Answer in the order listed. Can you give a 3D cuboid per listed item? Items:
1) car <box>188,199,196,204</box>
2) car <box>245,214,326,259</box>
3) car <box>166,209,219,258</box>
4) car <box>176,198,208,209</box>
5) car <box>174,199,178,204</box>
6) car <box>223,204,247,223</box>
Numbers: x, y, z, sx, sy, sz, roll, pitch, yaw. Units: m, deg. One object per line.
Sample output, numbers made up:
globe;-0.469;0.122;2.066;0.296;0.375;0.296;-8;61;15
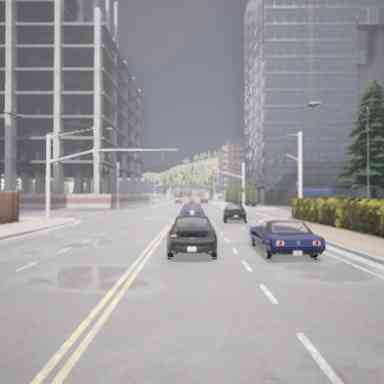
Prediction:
car;-0.009;2.575;92.962;2.033;1.411;5.357;0;-1;0
car;3.514;1.750;13.223;1.895;1.301;4.718;0;-1;0
car;0.016;1.659;13.501;1.837;1.490;4.892;0;0;0
car;0.022;1.669;28.402;2.097;1.767;4.553;0;-1;1
car;-3.508;2.518;86.593;1.994;1.385;4.181;0;-1;0
car;3.755;1.804;29.213;1.882;1.535;5.008;0;0;5
